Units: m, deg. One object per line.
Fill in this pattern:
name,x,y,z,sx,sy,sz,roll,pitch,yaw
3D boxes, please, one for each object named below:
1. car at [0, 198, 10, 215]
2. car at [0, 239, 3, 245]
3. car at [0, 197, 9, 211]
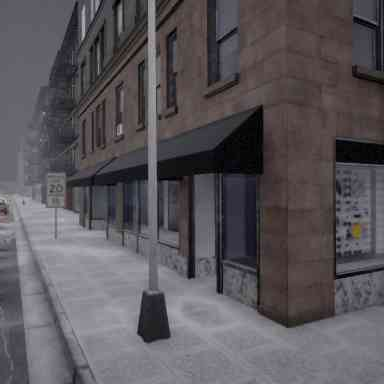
car,-19.388,1.488,33.265,2.128,1.511,4.902,0,0,-28
car,-5.137,1.507,6.961,1.837,1.490,4.892,0,0,-29
car,-24.409,1.468,42.406,1.882,1.535,5.008,0,0,-28
